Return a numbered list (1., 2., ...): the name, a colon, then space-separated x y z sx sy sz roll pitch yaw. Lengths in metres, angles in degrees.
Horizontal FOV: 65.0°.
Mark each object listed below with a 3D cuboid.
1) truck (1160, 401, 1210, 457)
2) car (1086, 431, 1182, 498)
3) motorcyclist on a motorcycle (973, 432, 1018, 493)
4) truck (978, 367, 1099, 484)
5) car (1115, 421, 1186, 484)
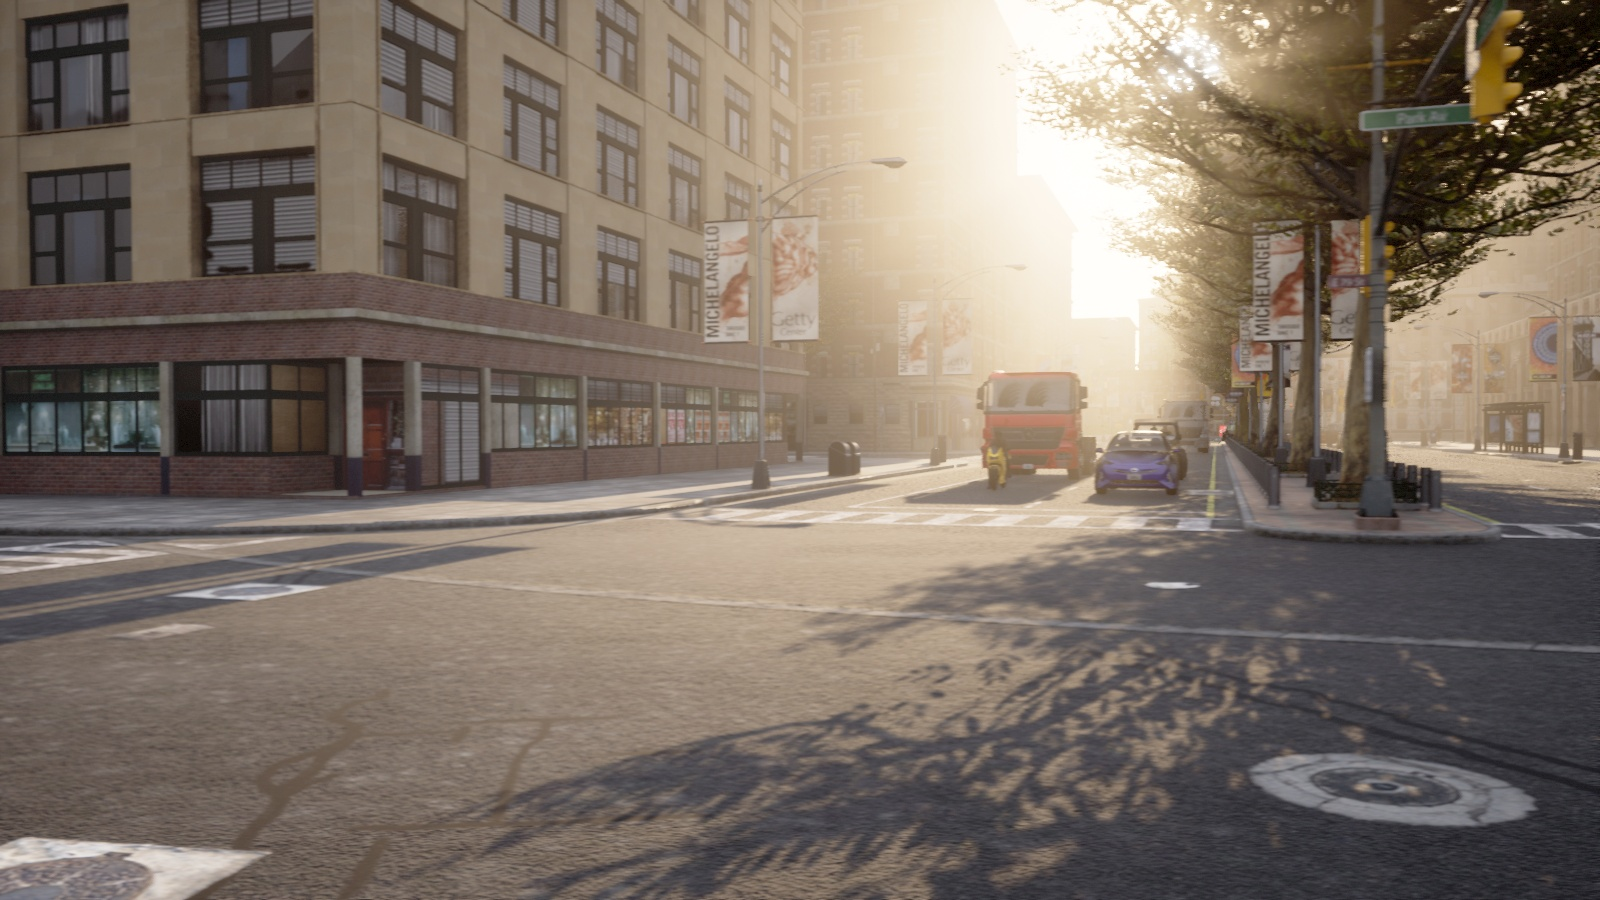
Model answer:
1. truck: 25.113 -1.370 81.735 2.891 3.462 7.936 1 1 18
2. car: 8.361 0.306 31.172 2.007 1.525 4.514 1 1 18
3. motorcyclist on a motorcycle: 5.083 0.306 32.560 0.797 1.523 2.044 1 1 18
4. truck: 8.014 -0.788 41.357 2.891 3.462 7.936 1 1 18
5. car: 10.974 0.036 39.176 1.905 1.878 3.866 1 1 19
